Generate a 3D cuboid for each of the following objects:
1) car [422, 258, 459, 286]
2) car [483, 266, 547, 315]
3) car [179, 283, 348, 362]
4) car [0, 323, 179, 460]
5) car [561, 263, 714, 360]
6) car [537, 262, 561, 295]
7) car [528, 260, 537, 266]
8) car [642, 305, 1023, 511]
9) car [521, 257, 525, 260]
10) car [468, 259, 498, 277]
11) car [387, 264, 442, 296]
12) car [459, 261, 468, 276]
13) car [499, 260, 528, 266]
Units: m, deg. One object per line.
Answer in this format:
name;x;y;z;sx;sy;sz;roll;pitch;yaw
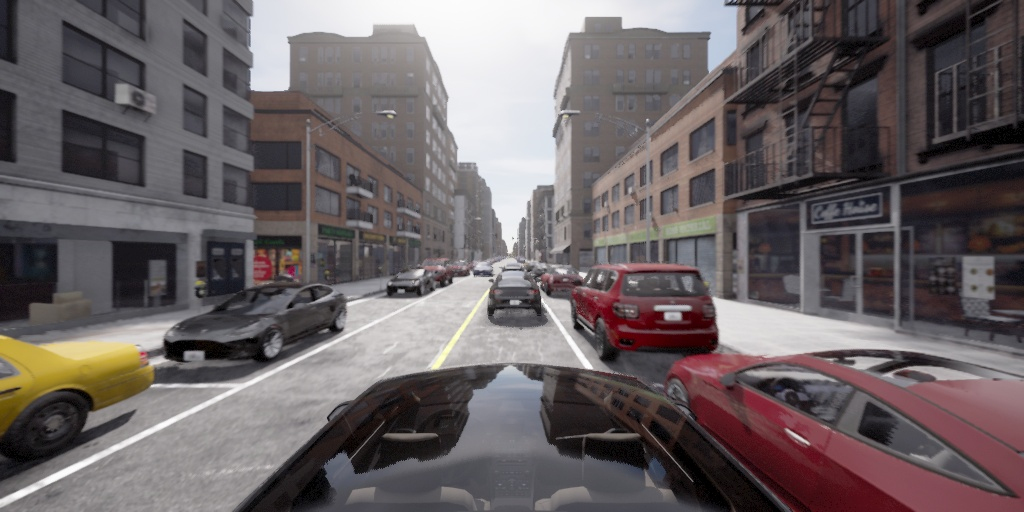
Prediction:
car;-5.387;1.087;25.304;2.192;1.841;5.009;0;0;0
car;0.092;1.287;13.450;1.812;1.442;4.674;0;0;0
car;-5.387;1.323;8.259;1.948;1.339;4.313;0;0;0
car;-5.388;1.277;2.407;1.751;1.417;4.829;0;0;0
car;2.638;1.071;8.264;2.192;1.841;5.009;0;0;0
car;2.638;1.206;19.627;1.967;1.591;4.097;0;0;0
car;2.638;1.328;30.989;2.007;1.370;4.403;0;0;0
car;2.638;1.333;2.583;1.802;1.307;4.207;0;0;0
car;2.639;1.322;53.884;1.751;1.417;4.829;0;0;0
car;-2.847;1.330;36.296;2.033;1.411;5.357;0;0;0
car;-5.387;1.333;19.622;1.948;1.339;4.313;0;0;0
car;-5.386;1.223;36.668;1.967;1.591;4.097;0;0;0
car;0.094;1.281;29.322;1.837;1.490;4.892;0;0;0
